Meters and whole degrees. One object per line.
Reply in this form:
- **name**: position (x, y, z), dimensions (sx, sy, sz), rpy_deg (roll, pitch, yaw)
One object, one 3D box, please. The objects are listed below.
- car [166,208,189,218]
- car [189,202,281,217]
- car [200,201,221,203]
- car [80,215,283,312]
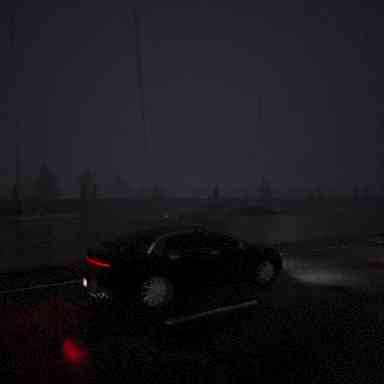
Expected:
- **car**: position (0.701, 1.544, 20.481), dimensions (4.718, 1.301, 1.895), rpy_deg (0, 0, -28)
- **car**: position (2.592, 1.460, 17.496), dimensions (4.892, 1.490, 1.837), rpy_deg (0, 0, -28)
- **car**: position (1.194, 1.437, 24.643), dimensions (4.892, 1.490, 1.837), rpy_deg (0, 0, -27)
- **car**: position (-0.017, 1.482, 7.695), dimensions (4.892, 1.490, 1.837), rpy_deg (0, 0, -33)
